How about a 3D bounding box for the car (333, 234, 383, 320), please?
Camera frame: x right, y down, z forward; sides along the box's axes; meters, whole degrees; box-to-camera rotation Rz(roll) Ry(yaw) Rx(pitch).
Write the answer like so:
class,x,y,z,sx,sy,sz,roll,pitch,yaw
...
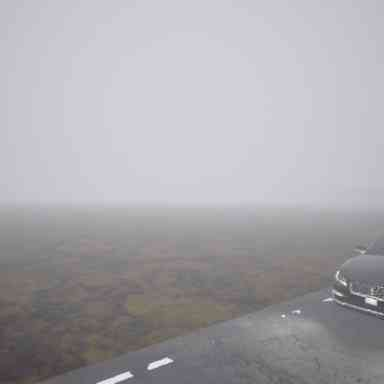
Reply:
class,x,y,z,sx,sy,sz,roll,pitch,yaw
car,4.781,1.504,6.816,4.892,1.490,1.837,0,0,-38
